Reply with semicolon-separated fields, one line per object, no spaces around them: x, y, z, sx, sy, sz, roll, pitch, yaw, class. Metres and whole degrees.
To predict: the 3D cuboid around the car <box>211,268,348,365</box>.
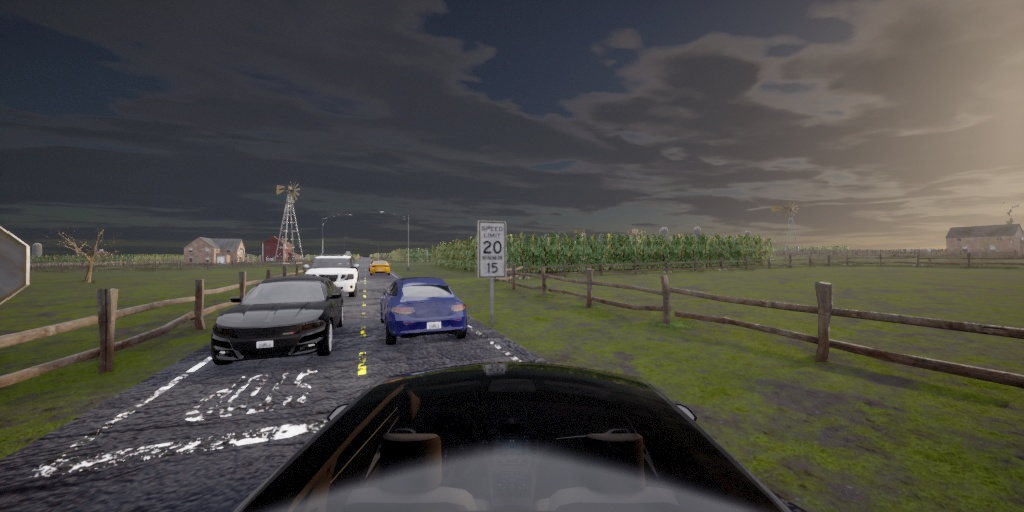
-5.119;1.229;8.420;1.882;1.535;5.008;0;0;-22;car

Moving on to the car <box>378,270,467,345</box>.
-2.488;1.278;9.589;1.812;1.442;4.674;0;0;-22;car

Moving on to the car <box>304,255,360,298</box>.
-9.082;0.977;18.234;2.150;2.045;5.566;0;0;-22;car

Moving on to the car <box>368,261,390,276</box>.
-14.140;1.232;38.337;1.882;1.535;5.008;0;0;-21;car
